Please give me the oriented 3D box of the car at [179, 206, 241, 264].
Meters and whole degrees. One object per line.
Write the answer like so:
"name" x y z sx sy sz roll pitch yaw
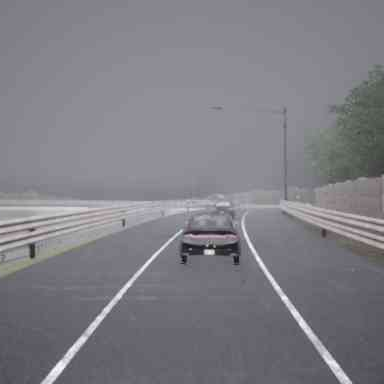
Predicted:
"car" 0.662 1.450 11.647 2.128 1.511 4.902 0 0 4

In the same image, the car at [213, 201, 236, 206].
"car" 2.677 1.439 27.758 1.812 1.442 4.674 0 0 10
